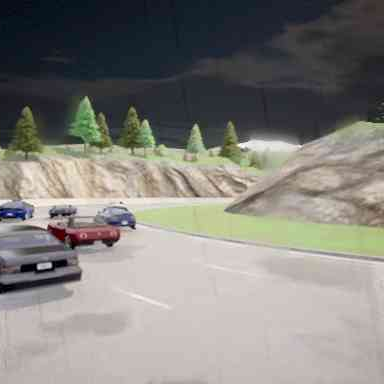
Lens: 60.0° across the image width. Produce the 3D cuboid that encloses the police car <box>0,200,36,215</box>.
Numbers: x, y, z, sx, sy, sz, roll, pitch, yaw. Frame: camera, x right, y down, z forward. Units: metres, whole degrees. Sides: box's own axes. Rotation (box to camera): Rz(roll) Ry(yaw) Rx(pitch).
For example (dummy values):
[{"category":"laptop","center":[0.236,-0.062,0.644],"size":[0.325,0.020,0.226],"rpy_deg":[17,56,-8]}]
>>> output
[{"category":"police car","center":[-19.874,1.687,38.017],"size":[2.038,1.542,4.974],"rpy_deg":[1,0,-3]}]

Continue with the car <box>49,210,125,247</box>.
[{"category":"car","center":[-4.947,1.686,14.706],"size":[1.895,1.301,4.718],"rpy_deg":[1,0,-36]}]

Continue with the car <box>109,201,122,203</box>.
[{"category":"car","center":[-9.283,1.778,40.604],"size":[1.812,1.442,4.674],"rpy_deg":[0,0,0]}]

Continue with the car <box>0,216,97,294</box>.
[{"category":"car","center":[-4.745,1.591,8.815],"size":[2.033,1.411,5.357],"rpy_deg":[1,-1,-42]}]

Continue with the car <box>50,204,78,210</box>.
[{"category":"car","center":[-12.060,1.774,31.522],"size":[1.895,1.301,4.718],"rpy_deg":[0,0,-11]}]

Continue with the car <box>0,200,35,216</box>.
[{"category":"car","center":[-14.842,1.614,28.385],"size":[1.882,1.535,5.008],"rpy_deg":[0,0,-15]}]

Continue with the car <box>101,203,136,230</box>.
[{"category":"car","center":[-5.043,1.661,21.661],"size":[1.812,1.442,4.674],"rpy_deg":[0,0,-28]}]
